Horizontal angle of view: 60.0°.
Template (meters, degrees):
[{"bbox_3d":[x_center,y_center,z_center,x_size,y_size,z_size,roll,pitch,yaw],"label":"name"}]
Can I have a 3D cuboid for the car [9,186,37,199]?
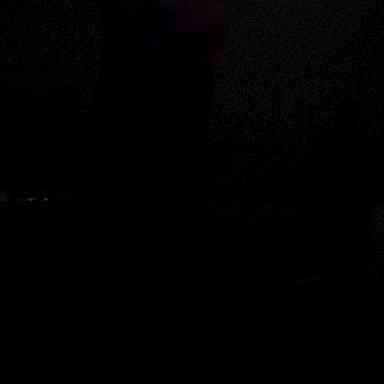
[{"bbox_3d":[-25.271,0.207,49.088,4.181,1.385,1.994,3,4,38],"label":"car"}]

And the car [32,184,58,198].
[{"bbox_3d":[-23.293,-0.282,51.974,5.566,2.045,2.150,3,4,38],"label":"car"}]
